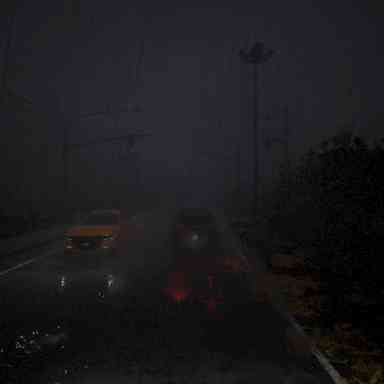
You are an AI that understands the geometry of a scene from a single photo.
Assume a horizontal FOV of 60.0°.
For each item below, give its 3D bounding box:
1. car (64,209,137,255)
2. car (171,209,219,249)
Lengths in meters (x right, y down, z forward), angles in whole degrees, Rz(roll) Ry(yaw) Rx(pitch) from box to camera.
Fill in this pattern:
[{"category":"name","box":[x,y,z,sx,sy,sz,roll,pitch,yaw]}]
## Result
[{"category":"car","box":[-3.508,1.475,13.512,1.882,1.535,5.008,0,0,0]},{"category":"car","box":[0.126,1.489,14.438,2.128,1.511,4.902,0,0,1]}]
